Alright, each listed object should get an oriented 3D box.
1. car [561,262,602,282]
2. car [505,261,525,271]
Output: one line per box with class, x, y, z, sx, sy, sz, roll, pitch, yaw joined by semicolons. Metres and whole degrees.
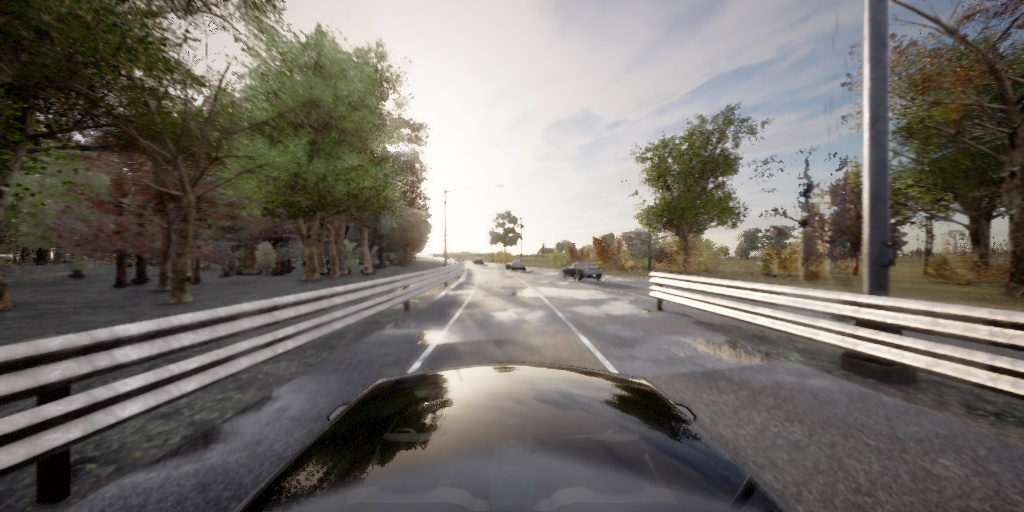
car;5.545;1.249;29.183;2.128;1.511;4.902;1;0;-15
car;0.391;1.292;48.475;1.994;1.385;4.181;0;0;-15
